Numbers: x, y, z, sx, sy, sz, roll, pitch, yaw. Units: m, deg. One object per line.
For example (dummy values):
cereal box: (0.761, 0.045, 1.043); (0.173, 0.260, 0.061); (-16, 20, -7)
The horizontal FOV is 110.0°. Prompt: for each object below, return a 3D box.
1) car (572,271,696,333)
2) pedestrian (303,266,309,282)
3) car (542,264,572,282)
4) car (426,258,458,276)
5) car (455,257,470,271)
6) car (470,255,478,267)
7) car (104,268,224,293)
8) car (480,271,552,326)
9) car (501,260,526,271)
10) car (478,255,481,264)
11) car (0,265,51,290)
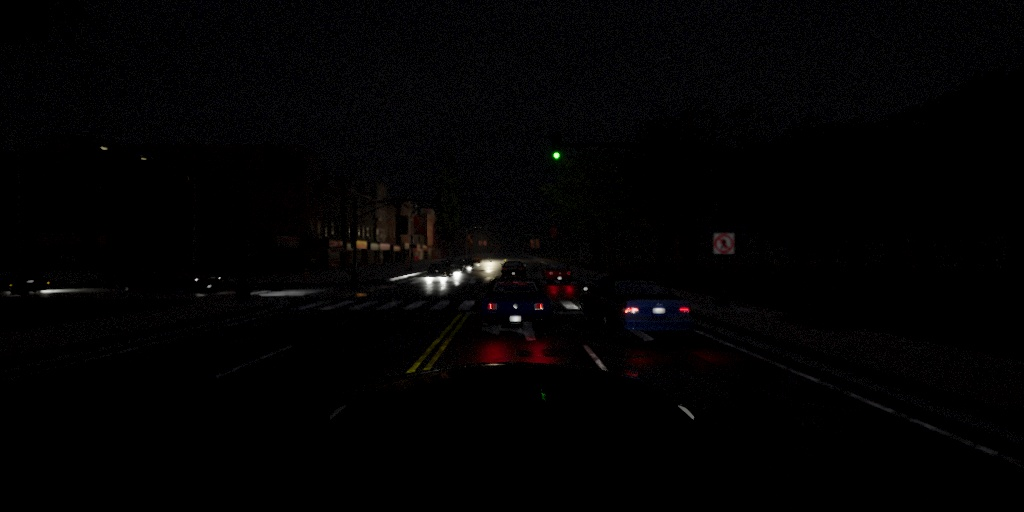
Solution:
car: (3.347, 1.284, 10.682); (2.033, 1.411, 5.357); (0, 0, 0)
pedestrian: (-14.131, 1.223, 24.677); (0.500, 1.100, 0.500); (0, -1, 0)
car: (3.350, 1.231, 27.397); (1.895, 1.301, 4.718); (0, 1, 0)
car: (-6.600, 1.124, 33.445); (1.994, 1.385, 4.181); (0, 1, 0)
car: (-6.594, 0.921, 42.408); (2.128, 1.511, 4.902); (0, 1, 0)
car: (-6.566, 0.825, 52.311); (1.994, 1.385, 4.181); (0, 1, 0)
car: (-18.086, 1.266, 18.827); (4.718, 1.301, 1.895); (1, 0, 0)
car: (0.099, 1.335, 11.552); (1.895, 1.301, 4.718); (0, 0, 0)
car: (0.106, 1.092, 28.917); (1.882, 1.535, 5.008); (0, 1, 0)
car: (-6.527, 0.548, 63.571); (1.882, 1.535, 5.008); (0, 1, 1)
car: (-27.248, 1.143, 18.826); (4.181, 1.385, 1.994); (0, 0, 0)
